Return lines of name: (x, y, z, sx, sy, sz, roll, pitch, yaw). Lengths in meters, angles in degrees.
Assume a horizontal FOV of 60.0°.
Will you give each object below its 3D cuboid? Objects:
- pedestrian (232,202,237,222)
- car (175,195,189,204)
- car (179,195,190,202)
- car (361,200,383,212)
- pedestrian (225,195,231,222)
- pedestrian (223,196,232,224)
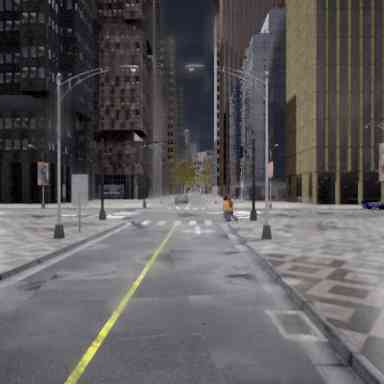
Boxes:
pedestrian: (2.626, 1.127, 22.434, 0.375, 1.860, 0.375, 0, 0, 1)
car: (-1.998, 1.309, 60.277, 2.097, 1.767, 4.553, 0, 0, 1)
car: (-1.685, 1.473, 75.334, 2.128, 1.511, 4.902, 0, 0, 1)
car: (22.406, 1.589, 38.573, 4.718, 1.301, 1.895, 0, 0, 1)
pedestrian: (2.518, 1.116, 23.033, 0.375, 1.860, 0.375, 0, 0, 1)
pedestrian: (2.277, 1.160, 21.809, 0.375, 1.860, 0.375, 0, 0, 1)
